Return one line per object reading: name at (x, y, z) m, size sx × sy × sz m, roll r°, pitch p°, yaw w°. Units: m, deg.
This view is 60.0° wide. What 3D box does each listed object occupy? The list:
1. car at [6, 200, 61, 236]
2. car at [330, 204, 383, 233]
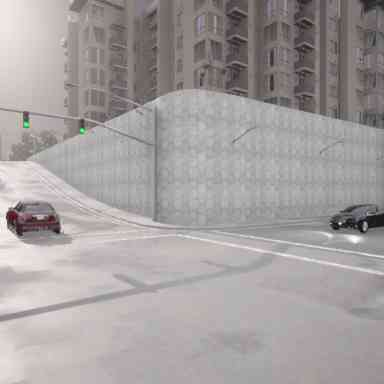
car at (-8.819, 1.242, 18.339) m, size 2.097 × 1.767 × 4.553 m, roll 0°, pitch 3°, yaw -36°
car at (10.190, 1.505, 19.866) m, size 4.892 × 1.490 × 1.837 m, roll 0°, pitch 0°, yaw -36°
